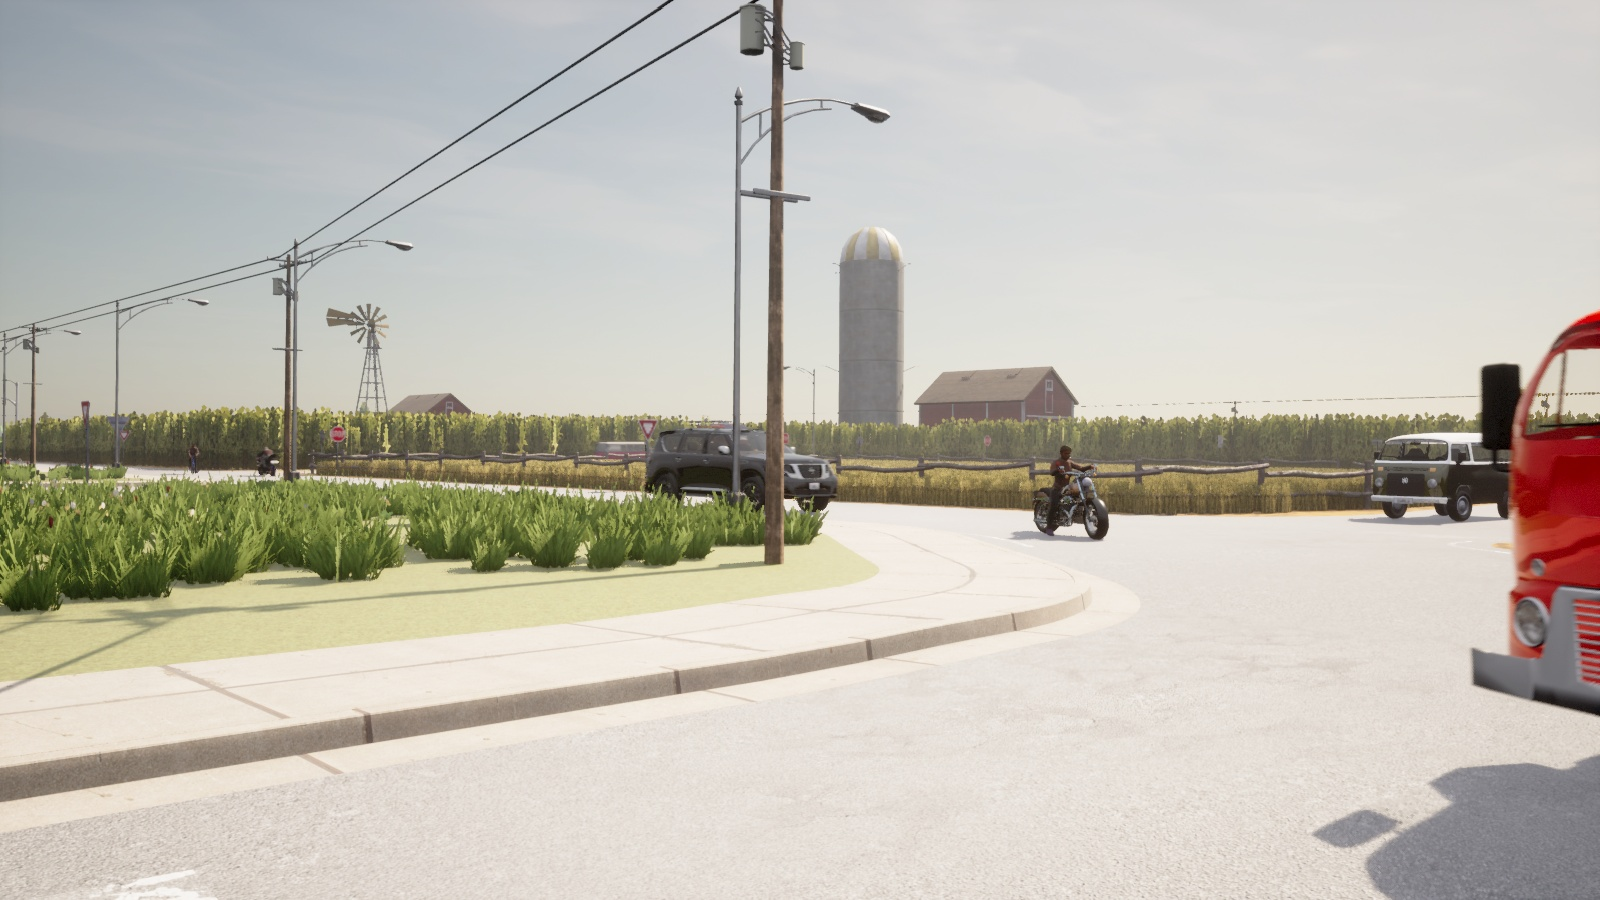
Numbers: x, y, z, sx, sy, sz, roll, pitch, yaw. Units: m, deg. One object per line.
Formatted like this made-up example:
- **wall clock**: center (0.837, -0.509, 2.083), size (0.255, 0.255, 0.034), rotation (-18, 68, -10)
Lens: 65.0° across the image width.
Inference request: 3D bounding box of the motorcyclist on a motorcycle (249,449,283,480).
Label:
- **motorcyclist on a motorcycle**: center (-26.913, 0.722, 63.291), size (0.866, 1.530, 2.191), rotation (0, 0, -43)

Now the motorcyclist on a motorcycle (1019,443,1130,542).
- **motorcyclist on a motorcycle**: center (4.776, 0.704, 22.069), size (0.766, 1.649, 2.350), rotation (0, 0, -20)

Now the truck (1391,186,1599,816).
- **truck**: center (5.698, 0.197, 5.396), size (5.204, 2.467, 2.627), rotation (0, -1, -14)

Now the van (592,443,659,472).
- **van**: center (-12.235, 0.472, 88.174), size (4.442, 1.987, 1.775), rotation (0, 0, -43)

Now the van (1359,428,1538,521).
- **van**: center (15.352, 0.536, 29.645), size (4.480, 2.038, 2.069), rotation (0, 0, -38)

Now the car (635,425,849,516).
- **car**: center (-1.539, 0.477, 30.931), size (2.150, 2.045, 5.566), rotation (0, 0, -43)
